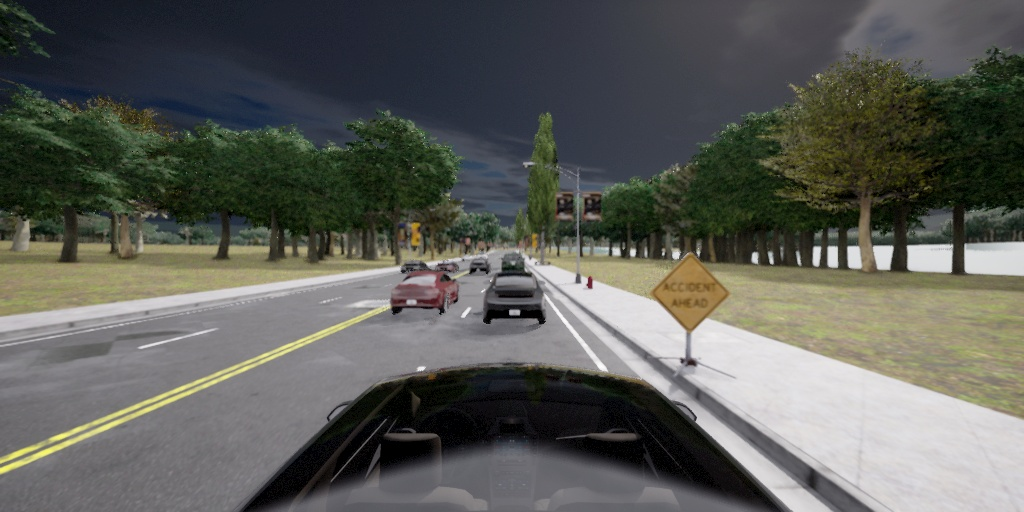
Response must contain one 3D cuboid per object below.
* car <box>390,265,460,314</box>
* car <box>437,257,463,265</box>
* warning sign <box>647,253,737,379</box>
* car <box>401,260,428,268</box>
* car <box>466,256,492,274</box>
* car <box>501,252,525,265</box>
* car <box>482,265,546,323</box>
[{"bbox_3d":[-3.162,1.273,13.628,1.812,1.442,4.674,0,1,0],"label":"car"},{"bbox_3d":[-6.583,1.078,36.465,1.994,1.385,4.181,0,1,0],"label":"car"},{"bbox_3d":[2.851,0.878,5.802,1.300,1.860,1.060,0,0,0],"label":"warning sign"},{"bbox_3d":[-9.833,1.078,36.462,1.994,1.385,4.181,0,1,0],"label":"car"},{"bbox_3d":[-3.140,1.023,36.031,1.837,1.490,4.892,0,1,0],"label":"car"},{"bbox_3d":[0.111,0.752,35.037,2.150,2.045,5.566,0,1,0],"label":"car"},{"bbox_3d":[0.086,1.260,12.171,1.837,1.490,4.892,0,1,0],"label":"car"}]
